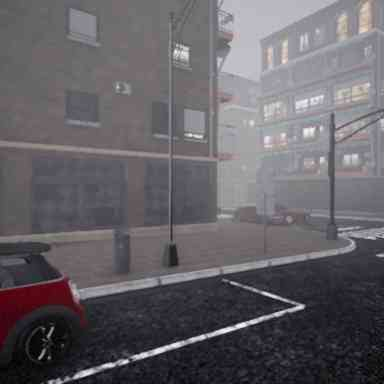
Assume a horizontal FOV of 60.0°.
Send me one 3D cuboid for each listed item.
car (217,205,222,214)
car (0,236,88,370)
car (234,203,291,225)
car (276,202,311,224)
[{"bbox_3d":[1.267,1.569,34.480,1.994,1.385,4.181,0,0,-35],"label":"car"},{"bbox_3d":[-3.551,1.433,4.087,4.097,1.590,1.967,1,-1,-35],"label":"car"},{"bbox_3d":[4.928,1.672,24.866,1.802,1.307,4.206,1,0,-35],"label":"car"},{"bbox_3d":[7.014,1.575,26.388,1.882,1.535,5.008,0,0,-35],"label":"car"}]
